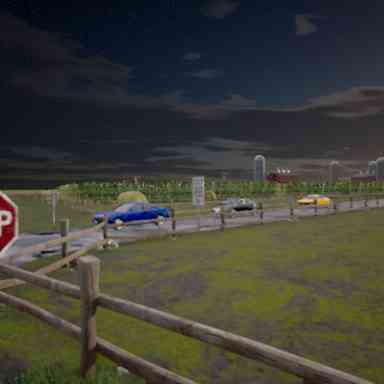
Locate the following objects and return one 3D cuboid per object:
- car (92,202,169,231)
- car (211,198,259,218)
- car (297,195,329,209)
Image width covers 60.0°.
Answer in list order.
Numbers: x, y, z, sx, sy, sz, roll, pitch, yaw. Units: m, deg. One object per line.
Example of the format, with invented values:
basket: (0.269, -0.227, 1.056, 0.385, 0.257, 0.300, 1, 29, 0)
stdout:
car: (-3.711, 1.399, 20.604, 1.882, 1.535, 5.008, 0, 1, 45)
car: (3.622, 1.280, 27.777, 4.902, 1.511, 2.128, -1, 1, -44)
car: (13.668, 1.085, 37.509, 5.008, 1.535, 1.882, -1, 1, -44)
